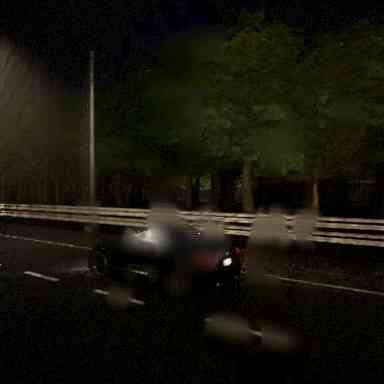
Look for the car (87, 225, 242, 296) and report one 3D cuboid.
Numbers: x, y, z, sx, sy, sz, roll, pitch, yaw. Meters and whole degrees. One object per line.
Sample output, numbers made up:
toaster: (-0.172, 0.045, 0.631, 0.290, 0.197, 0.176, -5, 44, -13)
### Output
car: (-0.822, 1.567, 8.751, 4.181, 1.385, 1.994, 0, 0, 35)
